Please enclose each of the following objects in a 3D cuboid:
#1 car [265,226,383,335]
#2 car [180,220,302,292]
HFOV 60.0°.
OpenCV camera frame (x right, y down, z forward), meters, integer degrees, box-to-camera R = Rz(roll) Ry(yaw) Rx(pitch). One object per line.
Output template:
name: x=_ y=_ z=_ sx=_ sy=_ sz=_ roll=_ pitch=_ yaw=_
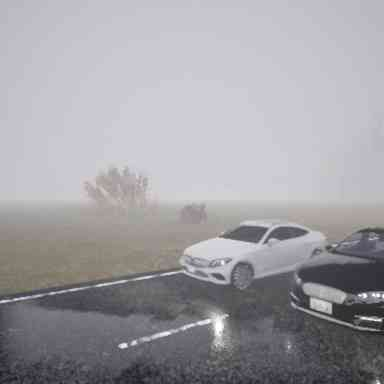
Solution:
car: x=3.968 y=1.478 z=6.540 sx=4.902 sy=1.511 sz=2.128 roll=0 pitch=0 yaw=-36
car: x=1.878 y=1.512 z=9.040 sx=4.674 sy=1.442 sz=1.812 roll=0 pitch=0 yaw=-36
